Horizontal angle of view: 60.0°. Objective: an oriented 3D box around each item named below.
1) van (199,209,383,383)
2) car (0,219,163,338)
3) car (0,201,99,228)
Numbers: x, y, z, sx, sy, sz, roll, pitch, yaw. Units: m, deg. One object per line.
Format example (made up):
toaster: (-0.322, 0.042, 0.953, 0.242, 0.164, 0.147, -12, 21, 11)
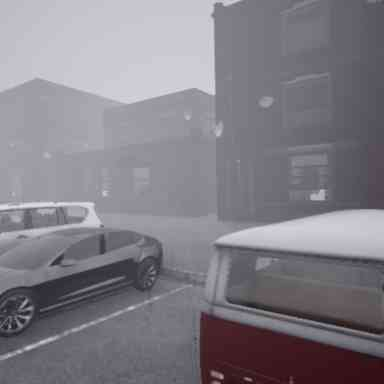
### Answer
van: (1.944, 1.260, 4.027, 1.878, 1.987, 4.442, -1, 0, 35)
car: (-2.633, 1.563, 7.110, 2.163, 1.488, 4.792, -1, 0, 35)
car: (-4.880, 1.302, 8.712, 2.435, 2.045, 5.566, -1, 0, 35)
